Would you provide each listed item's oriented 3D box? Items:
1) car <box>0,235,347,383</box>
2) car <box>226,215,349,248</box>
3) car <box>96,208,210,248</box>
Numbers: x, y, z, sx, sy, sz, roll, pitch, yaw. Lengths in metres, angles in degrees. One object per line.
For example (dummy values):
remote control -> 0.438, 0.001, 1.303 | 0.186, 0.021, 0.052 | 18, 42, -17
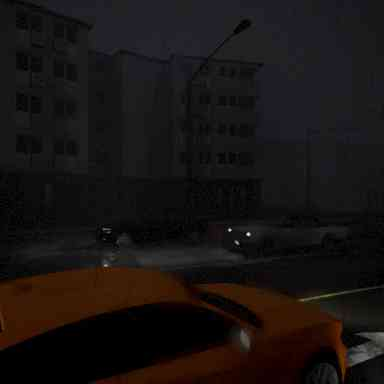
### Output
car -> -0.634, 1.478, 3.044 | 5.008, 1.535, 1.882 | 0, 0, -33
car -> 3.769, 1.599, 13.288 | 4.718, 1.301, 1.895 | 0, 0, -21
car -> -1.651, 1.477, 14.677 | 5.008, 1.535, 1.882 | 0, 0, -25
